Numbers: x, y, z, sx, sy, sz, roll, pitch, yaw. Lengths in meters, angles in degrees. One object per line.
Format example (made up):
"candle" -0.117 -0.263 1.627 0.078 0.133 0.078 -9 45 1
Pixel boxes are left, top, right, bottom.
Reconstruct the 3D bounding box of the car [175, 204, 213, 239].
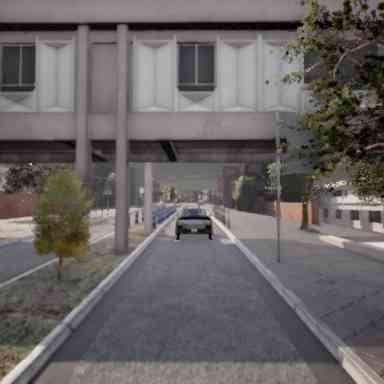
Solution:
"car" 0.106 1.626 18.151 2.128 1.511 4.902 0 -1 0

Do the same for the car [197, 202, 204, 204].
"car" 0.103 2.071 36.481 1.895 1.301 4.718 0 -1 0
